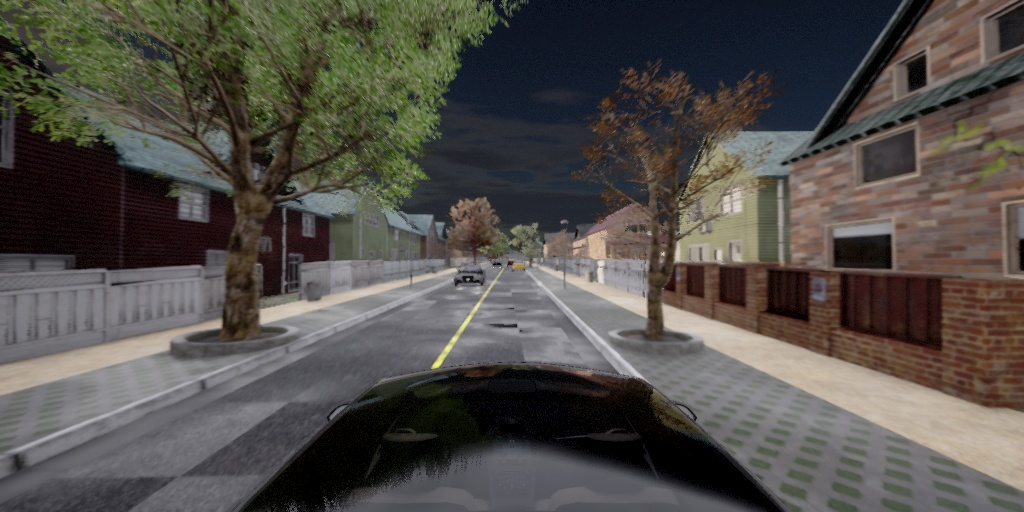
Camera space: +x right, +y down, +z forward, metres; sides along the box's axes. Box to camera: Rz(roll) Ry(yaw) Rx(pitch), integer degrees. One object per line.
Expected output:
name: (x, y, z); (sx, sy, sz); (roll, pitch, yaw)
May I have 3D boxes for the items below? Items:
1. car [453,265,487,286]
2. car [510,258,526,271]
car: (-2.849, 1.326, 25.188); (1.994, 1.385, 4.181); (0, 0, 0)
car: (0.956, 1.238, 50.213); (1.801, 1.575, 5.366); (0, 0, 0)
